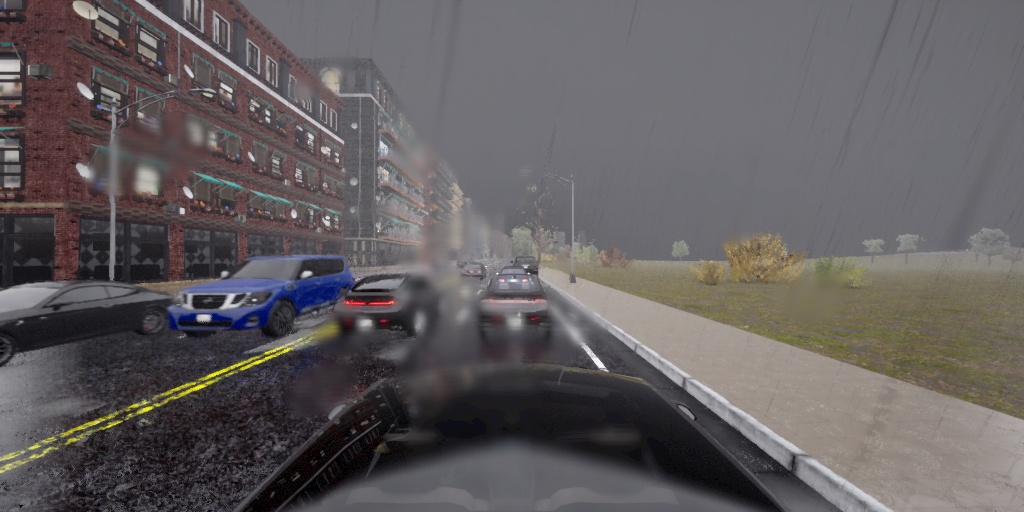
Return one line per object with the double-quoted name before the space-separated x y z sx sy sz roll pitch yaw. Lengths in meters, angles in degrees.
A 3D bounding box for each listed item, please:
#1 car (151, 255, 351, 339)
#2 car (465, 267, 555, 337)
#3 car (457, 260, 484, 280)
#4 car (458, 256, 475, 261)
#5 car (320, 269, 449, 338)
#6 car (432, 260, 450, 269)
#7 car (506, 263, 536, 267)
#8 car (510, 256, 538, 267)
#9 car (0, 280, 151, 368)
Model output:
"car" -6.617 0.973 10.466 2.150 2.045 5.566 0 0 0
"car" 0.083 1.243 10.281 2.128 1.511 4.902 0 0 0
"car" -3.212 1.301 31.029 2.033 1.411 5.357 0 0 0
"car" -6.703 0.974 53.311 2.150 2.045 5.566 0 0 0
"car" -3.168 1.253 10.184 1.837 1.490 4.892 0 -1 0
"car" -9.948 1.257 50.290 1.837 1.490 4.892 0 0 0
"car" 0.065 1.300 20.721 2.033 1.411 5.357 0 0 0
"car" 1.077 0.979 30.933 2.150 2.045 5.566 0 0 0
"car" -9.863 1.277 7.710 1.812 1.442 4.674 0 0 0
